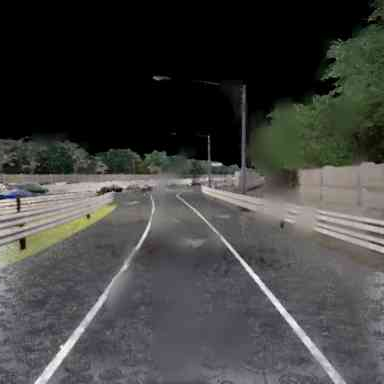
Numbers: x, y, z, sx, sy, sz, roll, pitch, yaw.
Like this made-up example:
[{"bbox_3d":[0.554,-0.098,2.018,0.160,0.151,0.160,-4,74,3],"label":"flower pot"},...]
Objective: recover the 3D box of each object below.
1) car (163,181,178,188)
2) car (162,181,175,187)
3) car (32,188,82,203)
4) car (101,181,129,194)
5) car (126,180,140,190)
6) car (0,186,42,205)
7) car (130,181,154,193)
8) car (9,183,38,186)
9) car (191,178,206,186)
[{"bbox_3d":[-4.796,-1.756,78.677,2.128,1.511,4.902,0,3,17],"label":"car"},{"bbox_3d":[-6.151,-2.130,86.373,1.812,1.442,4.674,0,3,16],"label":"car"},{"bbox_3d":[-14.040,0.480,35.570,2.033,1.411,5.357,0,3,17],"label":"car"},{"bbox_3d":[-12.529,-0.463,52.835,1.882,1.535,5.008,0,3,17],"label":"car"},{"bbox_3d":[-11.590,-1.147,68.176,1.994,1.385,4.181,0,3,17],"label":"car"},{"bbox_3d":[-17.964,0.485,34.663,1.882,1.535,5.008,0,3,17],"label":"car"},{"bbox_3d":[-8.030,-0.586,55.650,1.812,1.442,4.674,0,3,17],"label":"car"},{"bbox_3d":[-19.875,-0.054,40.476,2.150,2.045,5.566,0,3,17],"label":"car"},{"bbox_3d":[1.410,-2.251,87.253,1.837,1.490,4.892,0,3,16],"label":"car"}]
